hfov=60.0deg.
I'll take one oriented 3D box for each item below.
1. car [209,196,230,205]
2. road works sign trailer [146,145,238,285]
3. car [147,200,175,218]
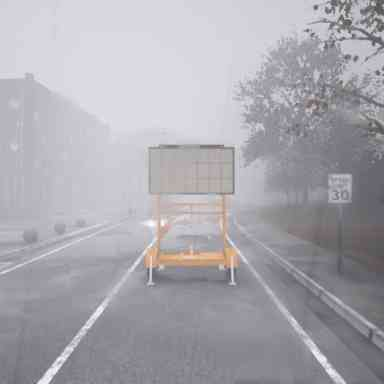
[{"bbox_3d":[4.598,1.419,54.418,1.812,1.442,4.674,-1,0,37],"label":"car"},{"bbox_3d":[-0.013,0.467,9.471,2.380,3.560,2.880,0,0,0],"label":"road works sign trailer"},{"bbox_3d":[-2.716,1.502,29.841,2.128,1.511,4.902,0,0,6],"label":"car"}]
